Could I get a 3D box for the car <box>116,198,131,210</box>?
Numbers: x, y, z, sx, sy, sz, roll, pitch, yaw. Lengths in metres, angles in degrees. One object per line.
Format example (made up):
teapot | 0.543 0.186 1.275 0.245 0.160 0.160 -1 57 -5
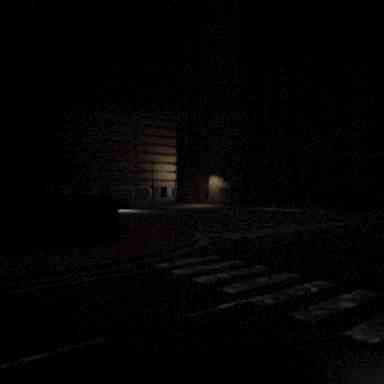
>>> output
car | -9.147 1.501 41.406 1.994 1.385 4.181 -1 0 -35
